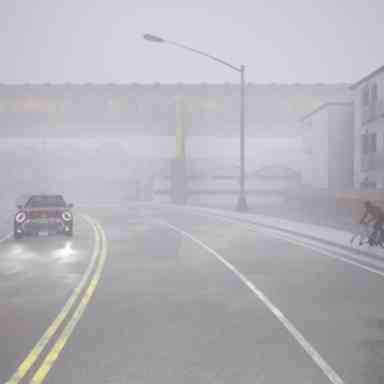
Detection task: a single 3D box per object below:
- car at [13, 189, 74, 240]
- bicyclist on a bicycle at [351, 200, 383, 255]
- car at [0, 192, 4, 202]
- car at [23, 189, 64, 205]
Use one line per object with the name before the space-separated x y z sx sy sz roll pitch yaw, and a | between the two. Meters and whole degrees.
car | -6.210 0.862 14.209 2.097 1.767 4.553 0 2 -21
bicyclist on a bicycle | 5.539 1.050 10.134 1.656 1.620 0.582 -6 3 -10
car | -25.731 0.482 41.767 4.892 1.490 1.837 0 0 28
car | -15.559 0.477 34.767 4.902 1.511 2.128 1 1 43
